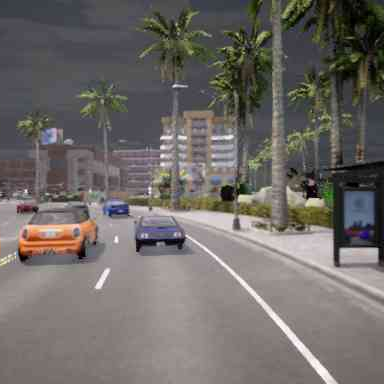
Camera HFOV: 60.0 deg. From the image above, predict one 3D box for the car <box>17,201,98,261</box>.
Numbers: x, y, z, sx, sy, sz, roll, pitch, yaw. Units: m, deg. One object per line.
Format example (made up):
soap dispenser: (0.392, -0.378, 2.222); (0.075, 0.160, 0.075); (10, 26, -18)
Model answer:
car: (-4.860, 1.377, 12.687); (2.097, 1.767, 4.553); (0, 0, -10)

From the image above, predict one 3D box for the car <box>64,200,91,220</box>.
car: (-10.556, 1.558, 30.351); (1.837, 1.490, 4.892); (0, 0, -25)

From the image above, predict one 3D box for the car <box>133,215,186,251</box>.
car: (-1.557, 1.614, 14.324); (1.895, 1.301, 4.718); (0, 0, -11)

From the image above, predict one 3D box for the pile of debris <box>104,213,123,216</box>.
pile of debris: (-7.847, 2.221, 33.122); (1.500, 0.140, 1.860); (0, 0, -26)

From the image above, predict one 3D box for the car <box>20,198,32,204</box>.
car: (-17.620, 1.681, 35.782); (1.895, 1.301, 4.718); (0, 0, -32)

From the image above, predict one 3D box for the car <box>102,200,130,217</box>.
car: (-7.316, 1.518, 31.647); (1.882, 1.535, 5.008); (0, 0, -25)
